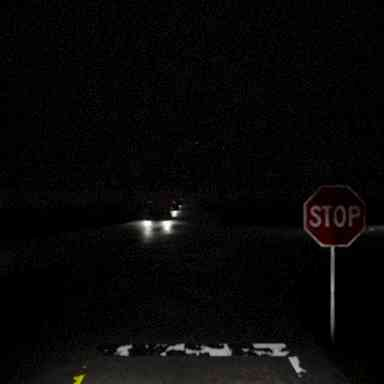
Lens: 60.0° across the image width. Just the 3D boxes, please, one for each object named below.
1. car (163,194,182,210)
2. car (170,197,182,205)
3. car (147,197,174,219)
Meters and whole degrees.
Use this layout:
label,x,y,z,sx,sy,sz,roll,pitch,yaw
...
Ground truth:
label,x,y,z,sx,sy,sz,roll,pitch,yaw
car,-2.865,1.249,42.964,2.150,2.045,5.566,0,0,2
car,-2.872,1.596,59.430,1.812,1.442,4.674,0,0,0
car,-2.839,1.488,29.052,1.882,1.535,5.008,0,0,-2
